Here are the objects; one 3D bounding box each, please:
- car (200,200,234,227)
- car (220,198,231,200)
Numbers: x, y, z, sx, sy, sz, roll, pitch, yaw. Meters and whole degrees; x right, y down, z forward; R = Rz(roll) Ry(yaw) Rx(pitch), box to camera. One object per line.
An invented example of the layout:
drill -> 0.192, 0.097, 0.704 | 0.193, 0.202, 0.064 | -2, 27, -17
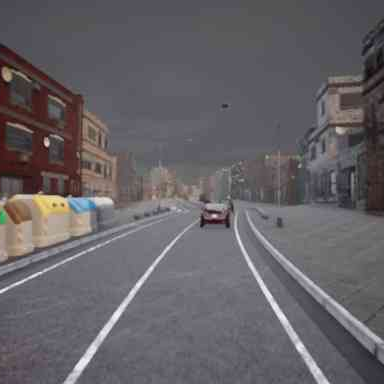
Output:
car -> 1.692, 1.545, 23.335 | 2.163, 1.488, 4.792 | 0, 0, 7
car -> 4.148, 1.597, 41.138 | 2.033, 1.649, 4.856 | 0, -1, 8
